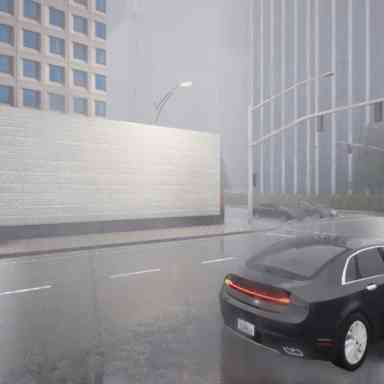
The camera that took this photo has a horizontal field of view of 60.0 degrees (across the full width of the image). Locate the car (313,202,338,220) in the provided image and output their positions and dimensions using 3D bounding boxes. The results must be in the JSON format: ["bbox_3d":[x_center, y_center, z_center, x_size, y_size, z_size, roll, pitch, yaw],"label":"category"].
[{"bbox_3d":[10.030,1.547,28.666,2.128,1.511,4.902,0,0,-36],"label":"car"}]

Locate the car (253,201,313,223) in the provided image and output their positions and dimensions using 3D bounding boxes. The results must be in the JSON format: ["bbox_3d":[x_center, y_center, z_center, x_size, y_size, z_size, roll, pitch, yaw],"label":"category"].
[{"bbox_3d":[6.857,1.560,26.589,1.837,1.490,4.892,0,0,-31],"label":"car"}]

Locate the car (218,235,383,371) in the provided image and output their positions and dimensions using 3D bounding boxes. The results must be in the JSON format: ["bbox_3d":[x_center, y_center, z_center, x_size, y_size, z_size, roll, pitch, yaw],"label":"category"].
[{"bbox_3d":[2.683,1.505,5.713,4.892,1.490,1.837,0,0,-35],"label":"car"}]
